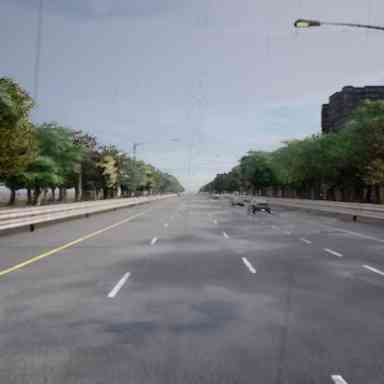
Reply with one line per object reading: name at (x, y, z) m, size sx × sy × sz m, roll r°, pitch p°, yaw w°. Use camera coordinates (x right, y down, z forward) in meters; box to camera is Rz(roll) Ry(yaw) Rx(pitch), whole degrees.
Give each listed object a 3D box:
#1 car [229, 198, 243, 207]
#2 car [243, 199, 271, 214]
car at (7.031, 1.583, 52.703) m, size 2.033 × 1.411 × 5.357 m, roll 0°, pitch 0°, yaw 0°
car at (6.999, 1.519, 35.053) m, size 1.837 × 1.490 × 4.892 m, roll 0°, pitch 0°, yaw 0°
